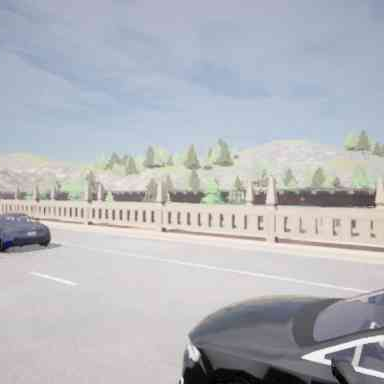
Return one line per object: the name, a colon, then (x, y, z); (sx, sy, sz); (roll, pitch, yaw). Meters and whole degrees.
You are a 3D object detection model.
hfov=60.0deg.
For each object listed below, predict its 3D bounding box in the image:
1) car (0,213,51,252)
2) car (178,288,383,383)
car: (-7.825, 1.582, 14.083); (4.181, 1.385, 1.994); (0, 0, 36)
car: (2.124, 1.494, 2.503); (4.902, 1.511, 2.128); (0, 0, 36)
